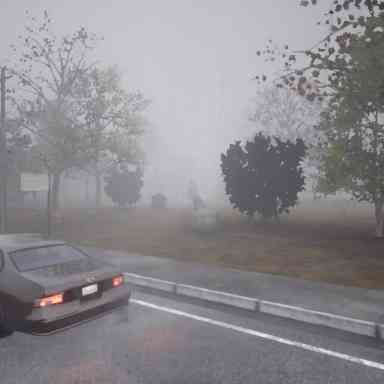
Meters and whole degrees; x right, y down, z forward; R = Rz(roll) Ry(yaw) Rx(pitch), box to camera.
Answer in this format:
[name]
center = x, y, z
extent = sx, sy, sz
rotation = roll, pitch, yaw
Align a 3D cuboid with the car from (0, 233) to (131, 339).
[car]
center = -3.614, 1.547, 6.558
extent = 5.357, 1.411, 2.033
rotation = 0, 0, 35
